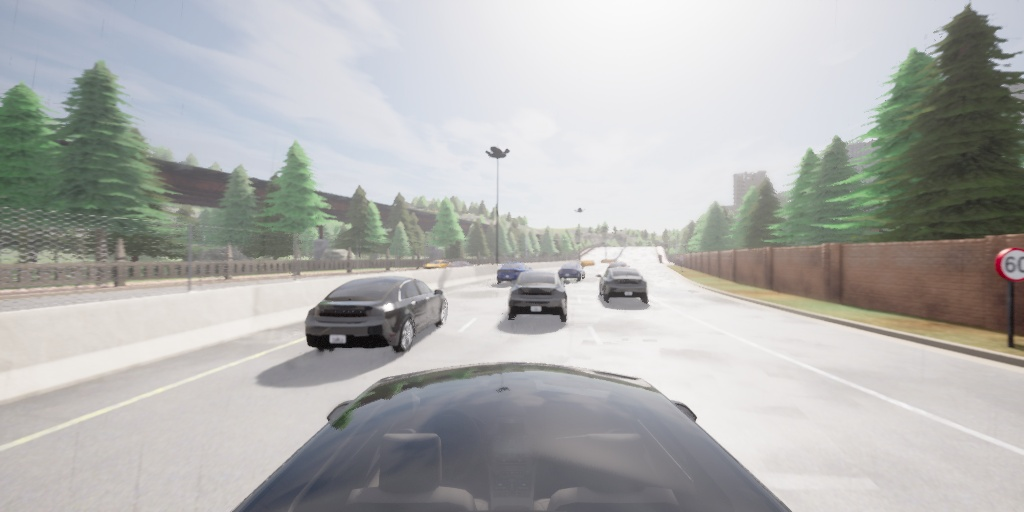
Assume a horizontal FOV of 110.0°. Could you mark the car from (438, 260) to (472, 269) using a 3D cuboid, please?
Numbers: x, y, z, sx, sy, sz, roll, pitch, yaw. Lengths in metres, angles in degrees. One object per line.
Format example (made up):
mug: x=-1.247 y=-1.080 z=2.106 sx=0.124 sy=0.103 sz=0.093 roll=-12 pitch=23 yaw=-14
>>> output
car: x=-6.178 y=1.294 z=41.157 sx=1.812 sy=1.442 sz=4.674 roll=0 pitch=0 yaw=21

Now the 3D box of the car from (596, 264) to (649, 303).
car: x=5.190 y=1.296 z=17.056 sx=1.837 sy=1.490 sz=4.892 roll=0 pitch=0 yaw=10

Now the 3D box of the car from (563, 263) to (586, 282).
car: x=5.053 y=1.332 z=30.339 sx=1.812 sy=1.442 sz=4.674 roll=0 pitch=0 yaw=18

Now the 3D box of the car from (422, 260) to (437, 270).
car: x=-9.004 y=1.236 z=43.577 sx=1.882 sy=1.535 sz=5.008 roll=0 pitch=0 yaw=21

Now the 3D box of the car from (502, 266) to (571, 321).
car: x=0.971 y=1.272 z=12.668 sx=1.837 sy=1.490 sz=4.892 roll=0 pitch=0 yaw=7

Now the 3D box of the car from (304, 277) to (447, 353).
car: x=-2.956 y=1.250 z=8.845 sx=1.837 sy=1.490 sz=4.892 roll=0 pitch=0 yaw=4

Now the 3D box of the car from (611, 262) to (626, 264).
car: x=10.261 y=1.313 z=34.527 sx=1.882 sy=1.535 sz=5.008 roll=0 pitch=0 yaw=20

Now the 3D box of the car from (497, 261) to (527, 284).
car: x=0.324 y=1.259 z=26.862 sx=1.882 sy=1.535 sz=5.008 roll=0 pitch=0 yaw=15
